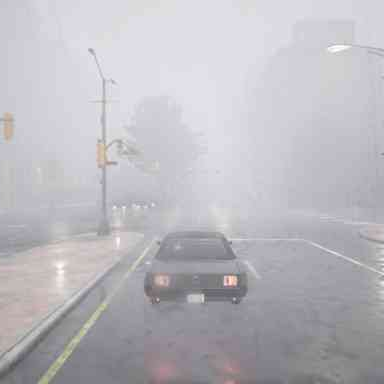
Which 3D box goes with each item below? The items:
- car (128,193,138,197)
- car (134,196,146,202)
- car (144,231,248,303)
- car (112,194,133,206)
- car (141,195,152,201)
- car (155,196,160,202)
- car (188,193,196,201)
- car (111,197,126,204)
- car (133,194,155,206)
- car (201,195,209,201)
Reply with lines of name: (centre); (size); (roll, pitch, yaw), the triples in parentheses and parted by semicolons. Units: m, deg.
car: (-11.541, 1.221, 64.489); (2.150, 2.045, 5.566); (0, 0, 1)
car: (-11.504, 1.552, 74.373); (1.994, 1.385, 4.181); (0, 0, 0)
car: (0.074, 1.601, 8.130); (1.895, 1.301, 4.718); (0, 0, 0)
car: (-11.591, 1.525, 55.076); (1.812, 1.442, 4.674); (0, 0, 0)
car: (-11.504, 1.525, 84.606); (2.128, 1.511, 4.902); (0, 0, 0)
car: (-8.033, 1.564, 65.712); (1.994, 1.385, 4.181); (0, 0, 1)
car: (-0.005, 1.540, 85.770); (2.033, 1.411, 5.357); (0, 0, 0)
car: (-14.753, 1.595, 66.783); (1.895, 1.301, 4.718); (0, 0, 0)
car: (-8.091, 1.547, 56.476); (2.033, 1.411, 5.357); (0, 0, 0)
car: (3.495, 1.595, 86.948); (1.895, 1.301, 4.718); (0, 0, 0)
